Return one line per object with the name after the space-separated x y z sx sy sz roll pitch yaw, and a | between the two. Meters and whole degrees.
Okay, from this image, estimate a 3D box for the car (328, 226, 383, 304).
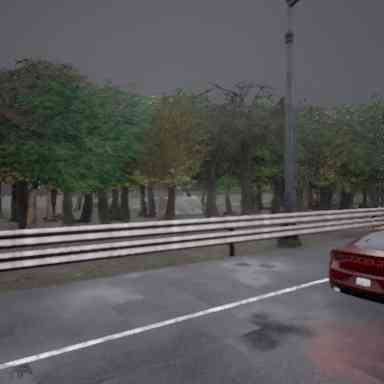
5.116 1.460 7.436 5.008 1.535 1.882 0 0 -35 | car
